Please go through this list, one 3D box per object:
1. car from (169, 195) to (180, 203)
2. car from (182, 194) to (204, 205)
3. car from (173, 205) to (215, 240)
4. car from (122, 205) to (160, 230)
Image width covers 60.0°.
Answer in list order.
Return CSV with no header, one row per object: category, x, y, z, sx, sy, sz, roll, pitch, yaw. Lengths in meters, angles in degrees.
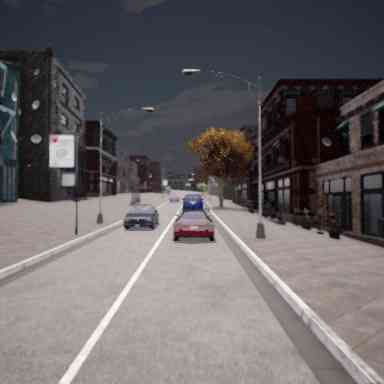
car,-3.319,1.270,62.832,1.812,1.442,4.674,0,1,0
car,0.093,1.224,35.486,2.150,2.045,5.566,0,0,0
car,0.097,1.575,17.006,1.994,1.385,4.181,0,0,0
car,-3.137,1.561,21.646,2.033,1.411,5.357,0,0,0
